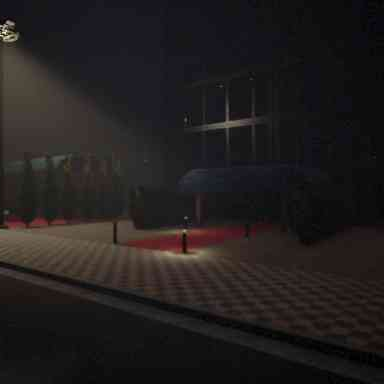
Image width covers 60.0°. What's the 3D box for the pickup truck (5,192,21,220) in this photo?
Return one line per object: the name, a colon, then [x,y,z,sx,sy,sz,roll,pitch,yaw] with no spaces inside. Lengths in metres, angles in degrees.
pickup truck: [-13.954,1.059,25.630,2.390,2.098,6.274,0,0,-24]
